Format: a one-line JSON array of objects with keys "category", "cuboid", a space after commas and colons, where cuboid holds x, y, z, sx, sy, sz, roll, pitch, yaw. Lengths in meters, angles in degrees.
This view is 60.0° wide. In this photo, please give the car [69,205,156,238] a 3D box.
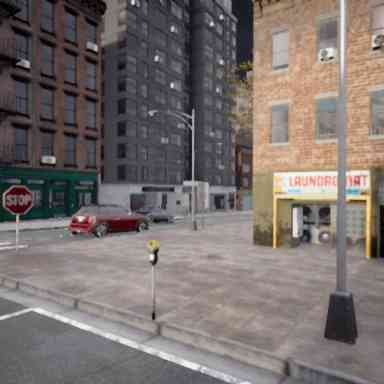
[{"category": "car", "cuboid": [-4.500, 1.503, 18.726, 2.097, 1.767, 4.553, 0, -1, 34]}]

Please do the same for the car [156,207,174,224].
[{"category": "car", "cuboid": [-3.240, 1.872, 25.947, 1.994, 1.385, 4.181, 0, -1, 34]}]
